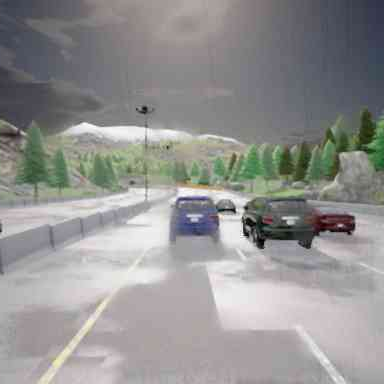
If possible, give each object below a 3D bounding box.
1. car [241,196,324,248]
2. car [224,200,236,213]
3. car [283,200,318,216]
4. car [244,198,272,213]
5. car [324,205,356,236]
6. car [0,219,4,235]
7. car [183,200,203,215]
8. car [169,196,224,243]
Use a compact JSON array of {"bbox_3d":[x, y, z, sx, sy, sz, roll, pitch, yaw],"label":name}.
[{"bbox_3d":[3.604,1.195,14.799,2.150,2.045,5.566,0,0,0],"label":"car"},{"bbox_3d":[3.611,1.499,36.148,1.994,1.385,4.181,0,0,0],"label":"car"},{"bbox_3d":[10.610,1.542,32.845,1.895,1.301,4.718,0,0,0],"label":"car"},{"bbox_3d":[7.111,1.426,36.560,2.128,1.511,4.902,0,0,0],"label":"car"},{"bbox_3d":[7.105,1.445,18.371,1.882,1.535,5.008,0,0,0],"label":"car"},{"bbox_3d":[-10.506,1.538,15.083,1.994,1.385,4.181,0,0,0],"label":"car"},{"bbox_3d":[0.111,1.539,34.668,1.895,1.301,4.718,0,0,0],"label":"car"},{"bbox_3d":[0.105,1.193,15.955,2.150,2.045,5.566,0,0,0],"label":"car"}]
